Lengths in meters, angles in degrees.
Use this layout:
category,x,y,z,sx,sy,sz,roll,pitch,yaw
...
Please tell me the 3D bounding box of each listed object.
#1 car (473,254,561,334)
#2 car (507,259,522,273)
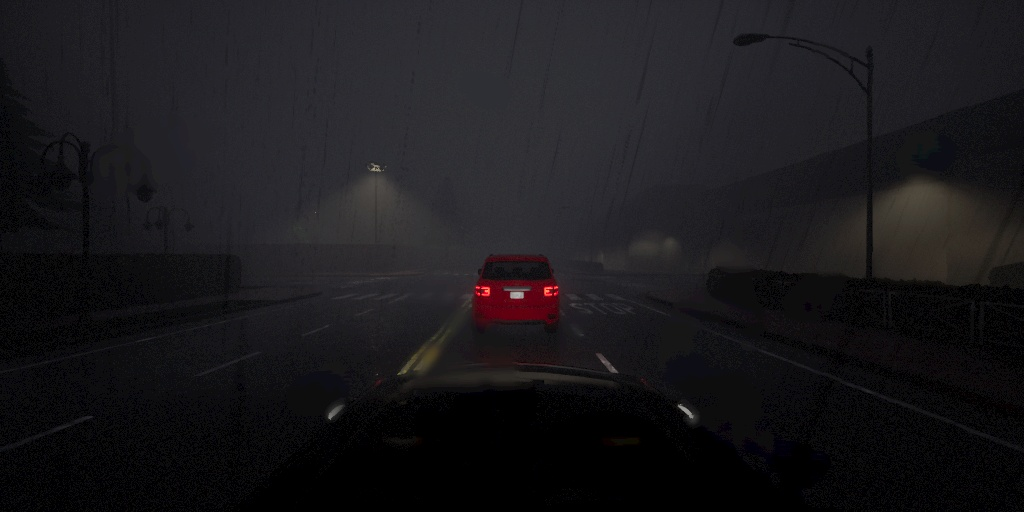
category,x,y,z,sx,sy,sz,roll,pitch,yaw
car,0.118,0.971,10.719,2.150,2.045,5.566,0,0,0
car,0.338,1.228,45.572,1.882,1.535,5.008,0,0,1
